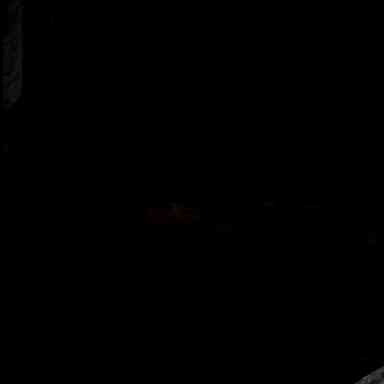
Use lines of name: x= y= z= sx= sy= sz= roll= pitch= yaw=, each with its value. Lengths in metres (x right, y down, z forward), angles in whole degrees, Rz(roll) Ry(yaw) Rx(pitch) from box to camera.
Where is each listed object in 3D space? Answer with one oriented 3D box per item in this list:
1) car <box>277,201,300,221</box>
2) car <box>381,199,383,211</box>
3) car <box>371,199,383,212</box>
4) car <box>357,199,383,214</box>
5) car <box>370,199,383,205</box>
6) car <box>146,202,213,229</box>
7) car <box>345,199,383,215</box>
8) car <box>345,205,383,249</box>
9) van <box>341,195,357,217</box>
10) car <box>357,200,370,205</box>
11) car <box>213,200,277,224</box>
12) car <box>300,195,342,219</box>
car: x=5.625 y=1.445 z=25.955 sx=2.002 sy=1.452 sz=4.674 roll=0 pitch=0 yaw=-35
car: x=26.064 y=1.671 z=40.458 sx=2.163 sy=1.488 sz=4.792 roll=1 pitch=0 yaw=-35
car: x=23.825 y=1.643 z=38.799 sx=2.163 sy=1.488 sz=4.792 roll=1 pitch=0 yaw=-35
car: x=21.540 y=1.585 z=37.208 sx=2.097 sy=1.535 sz=5.008 roll=1 pitch=0 yaw=-35
car: x=10.875 y=1.212 z=13.680 sx=2.435 sy=2.045 sz=5.566 roll=0 pitch=0 yaw=-35
car: x=-1.196 y=1.365 z=21.130 sx=2.097 sy=1.535 sz=5.008 roll=0 pitch=0 yaw=-35
car: x=19.371 y=1.555 z=35.450 sx=1.946 sy=1.575 sz=5.366 roll=1 pitch=0 yaw=-35
car: x=8.605 y=1.451 z=12.037 sx=2.231 sy=1.521 sz=4.892 roll=0 pitch=0 yaw=-35
van: x=12.379 y=1.246 z=30.867 sx=1.878 sy=1.987 sz=4.442 roll=1 pitch=0 yaw=-35
car: x=16.992 y=1.569 z=33.990 sx=2.002 sy=1.452 sz=4.674 roll=1 pitch=0 yaw=-35
car: x=3.347 y=1.387 z=24.350 sx=2.097 sy=1.535 sz=5.008 roll=0 pitch=0 yaw=-35
car: x=10.193 y=1.322 z=29.141 sx=2.185 sy=1.767 sz=4.553 roll=1 pitch=0 yaw=-35
